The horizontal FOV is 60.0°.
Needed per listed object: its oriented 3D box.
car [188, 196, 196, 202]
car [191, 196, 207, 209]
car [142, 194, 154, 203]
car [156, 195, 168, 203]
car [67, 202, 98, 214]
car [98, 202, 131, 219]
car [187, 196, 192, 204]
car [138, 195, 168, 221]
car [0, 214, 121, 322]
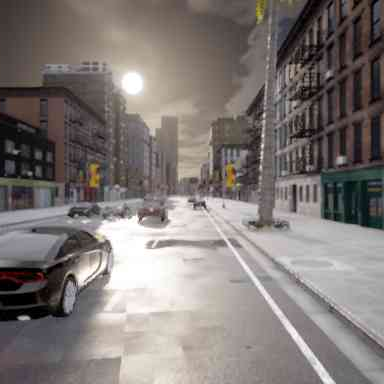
[{"bbox_3d":[0.009,1.662,82.433,2.033,1.411,5.357,0,0,0],"label":"car"},{"bbox_3d":[1.143,1.639,48.226,1.812,1.442,4.674,0,0,0],"label":"car"},{"bbox_3d":[-9.742,1.417,73.699,2.097,1.767,4.553,0,0,0],"label":"car"},{"bbox_3d":[-6.492,1.513,71.886,2.097,1.767,4.553,0,0,0],"label":"car"},{"bbox_3d":[-9.841,1.621,31.001,2.033,1.411,5.357,0,0,0],"label":"car"},{"bbox_3d":[-6.592,1.596,29.572,1.812,1.442,4.674,0,0,0],"label":"car"},{"bbox_3d":[0.009,1.731,67.558,1.895,1.301,4.718,0,0,0],"label":"car"},{"bbox_3d":[-3.147,1.418,27.923,2.097,1.767,4.553,0,0,0],"label":"car"},{"bbox_3d":[-3.149,1.495,7.463,1.882,1.535,5.008,0,0,0],"label":"car"}]
